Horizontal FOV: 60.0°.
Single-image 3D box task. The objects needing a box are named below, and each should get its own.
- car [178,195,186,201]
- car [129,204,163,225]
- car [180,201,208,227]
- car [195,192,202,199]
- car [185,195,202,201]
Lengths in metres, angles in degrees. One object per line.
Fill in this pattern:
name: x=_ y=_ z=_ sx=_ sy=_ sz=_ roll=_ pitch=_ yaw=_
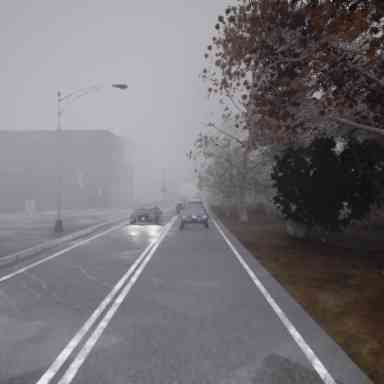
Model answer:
car: x=-1.992 y=1.461 z=76.211 sx=1.994 sy=1.385 sz=4.181 roll=0 pitch=0 yaw=2
car: x=-3.228 y=1.586 z=24.186 sx=1.994 sy=1.385 sz=4.181 roll=0 pitch=0 yaw=1
car: x=0.162 y=1.566 z=22.756 sx=2.033 sy=1.411 sz=5.357 roll=0 pitch=0 yaw=0
car: x=1.852 y=1.012 z=95.009 sx=2.097 sy=1.767 sz=4.553 roll=0 pitch=0 yaw=2
car: x=0.413 y=1.497 z=41.561 sx=1.882 sy=1.535 sz=5.008 roll=0 pitch=0 yaw=1
